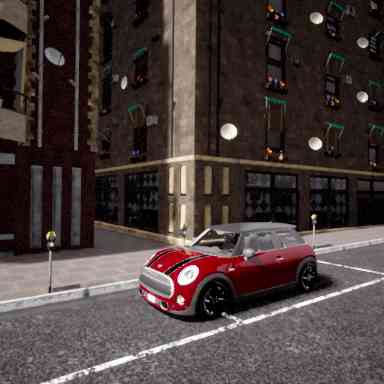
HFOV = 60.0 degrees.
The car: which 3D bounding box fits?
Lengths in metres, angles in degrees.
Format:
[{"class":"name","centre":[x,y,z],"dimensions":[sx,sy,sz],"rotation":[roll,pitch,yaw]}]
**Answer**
[{"class":"car","centre":[0.875,1.441,7.314],"dimensions":[4.097,1.590,1.967],"rotation":[0,1,-35]}]
